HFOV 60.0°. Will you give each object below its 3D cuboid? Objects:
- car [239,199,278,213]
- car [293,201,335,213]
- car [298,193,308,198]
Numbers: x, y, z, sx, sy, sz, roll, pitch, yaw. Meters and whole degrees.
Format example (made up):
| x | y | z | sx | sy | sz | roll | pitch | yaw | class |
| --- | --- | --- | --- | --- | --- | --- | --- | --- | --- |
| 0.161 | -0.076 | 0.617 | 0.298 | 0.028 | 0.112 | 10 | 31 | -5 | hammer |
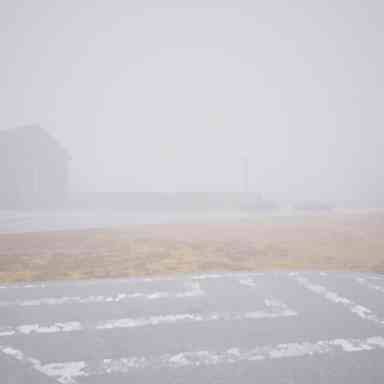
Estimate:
| x | y | z | sx | sy | sz | roll | pitch | yaw | class |
| --- | --- | --- | --- | --- | --- | --- | --- | --- | --- |
| 7.499 | 1.517 | 37.388 | 5.008 | 1.535 | 1.882 | 0 | 0 | -32 | car |
| 13.609 | 1.639 | 36.934 | 4.718 | 1.301 | 1.895 | 0 | 0 | -29 | car |
| 29.163 | 1.618 | 87.484 | 2.242 | 1.667 | 4.611 | 0 | 0 | 35 | car |
